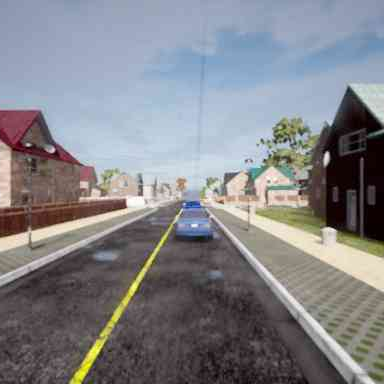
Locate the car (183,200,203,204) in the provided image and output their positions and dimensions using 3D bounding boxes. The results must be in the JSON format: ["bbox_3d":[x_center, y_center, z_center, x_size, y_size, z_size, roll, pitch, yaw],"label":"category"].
[{"bbox_3d":[0.115,1.585,34.156,1.882,1.535,5.008,0,0,0],"label":"car"}]

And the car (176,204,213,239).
[{"bbox_3d":[0.109,1.576,17.537,2.033,1.411,5.357,0,0,0],"label":"car"}]
